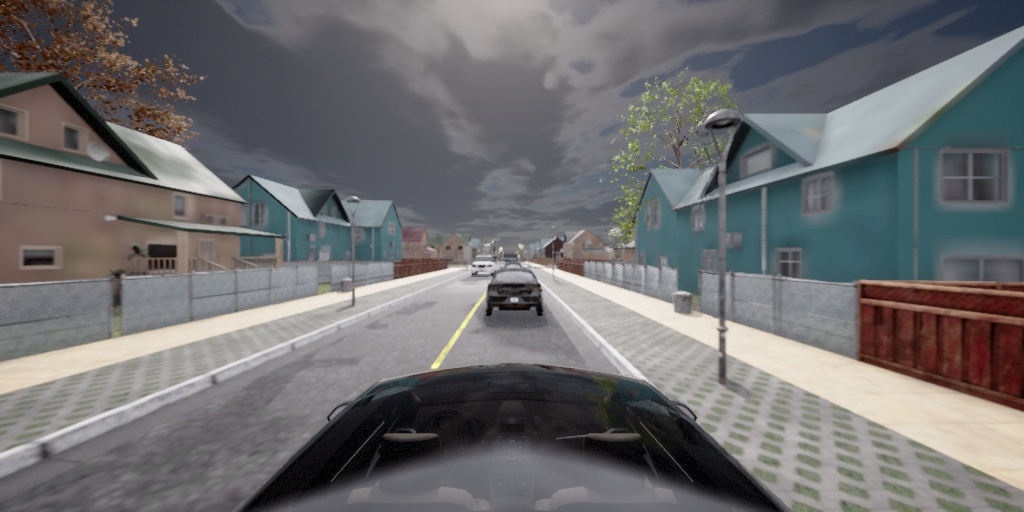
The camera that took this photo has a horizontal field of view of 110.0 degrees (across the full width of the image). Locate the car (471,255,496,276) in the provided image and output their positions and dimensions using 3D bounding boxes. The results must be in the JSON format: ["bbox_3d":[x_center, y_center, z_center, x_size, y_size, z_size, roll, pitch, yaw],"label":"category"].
[{"bbox_3d":[-2.832,0.913,36.271,2.150,2.045,5.566,0,0,0],"label":"car"}]

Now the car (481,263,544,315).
[{"bbox_3d":[0.086,1.179,13.357,1.882,1.535,5.008,0,0,0],"label":"car"}]
